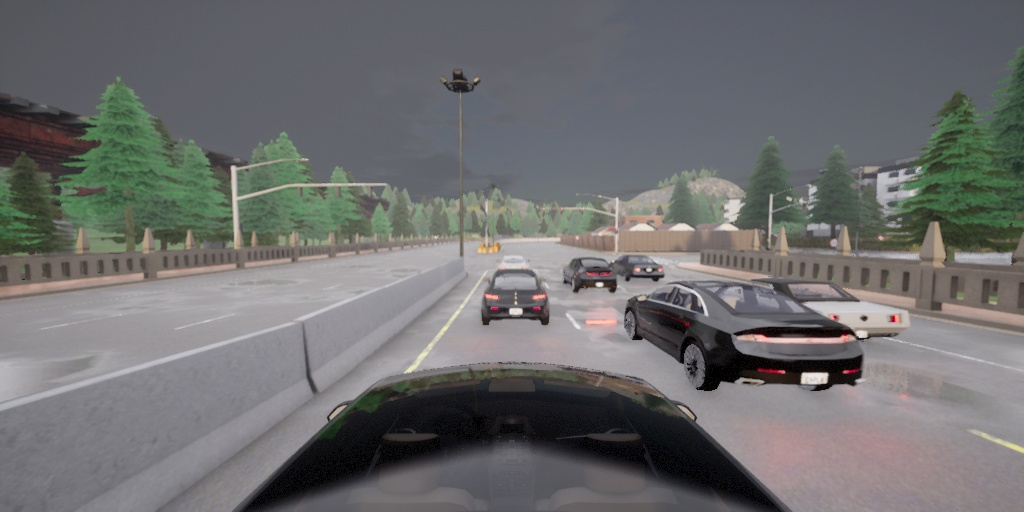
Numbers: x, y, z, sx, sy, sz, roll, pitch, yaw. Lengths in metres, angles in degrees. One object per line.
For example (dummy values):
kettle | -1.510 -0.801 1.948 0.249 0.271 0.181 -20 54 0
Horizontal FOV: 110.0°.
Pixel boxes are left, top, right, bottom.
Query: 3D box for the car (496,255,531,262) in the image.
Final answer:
car | 0.075 0.645 20.022 1.812 1.442 4.674 0 3 0

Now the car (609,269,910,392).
car | 3.591 1.197 6.667 2.128 1.511 4.902 0 1 0

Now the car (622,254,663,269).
car | 7.108 0.616 20.956 2.033 1.411 5.357 0 3 1

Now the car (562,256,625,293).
car | 3.581 0.790 17.070 1.837 1.490 4.892 0 3 0

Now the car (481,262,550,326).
car | 0.089 1.112 11.015 1.812 1.442 4.674 0 2 0

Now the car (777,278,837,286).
car | 7.093 1.238 9.522 1.895 1.301 4.718 0 2 0
